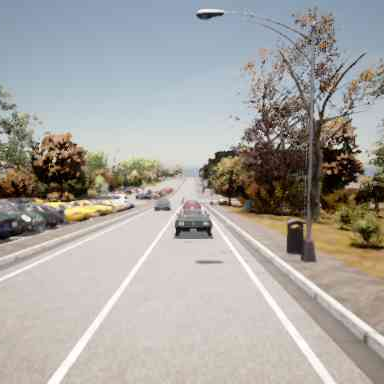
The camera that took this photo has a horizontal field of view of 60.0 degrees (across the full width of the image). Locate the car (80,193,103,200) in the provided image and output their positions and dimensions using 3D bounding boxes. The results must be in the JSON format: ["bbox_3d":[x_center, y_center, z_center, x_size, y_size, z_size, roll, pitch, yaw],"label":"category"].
[{"bbox_3d":[-23.497,1.056,77.881,4.674,1.452,2.002,0,0,0],"label":"car"}]

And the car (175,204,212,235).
[{"bbox_3d":[0.071,1.587,18.557,1.895,1.301,4.718,0,0,0],"label":"car"}]

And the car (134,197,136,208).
[{"bbox_3d":[-10.212,1.592,42.670,5.008,1.535,2.097,0,0,0],"label":"car"}]

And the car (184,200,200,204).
[{"bbox_3d":[0.002,1.562,36.028,1.994,1.385,4.181,0,0,0],"label":"car"}]

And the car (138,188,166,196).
[{"bbox_3d":[-10.422,0.735,86.401,5.566,2.045,2.435,0,1,0],"label":"car"}]

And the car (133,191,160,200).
[{"bbox_3d":[-10.391,1.050,75.260,4.792,1.488,2.163,0,0,0],"label":"car"}]

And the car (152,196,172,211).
[{"bbox_3d":[-3.460,1.531,40.008,1.812,1.442,4.674,0,0,0],"label":"car"}]

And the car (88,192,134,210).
[{"bbox_3d":[-10.239,1.323,39.895,5.566,2.045,2.435,0,0,0],"label":"car"}]

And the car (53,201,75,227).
[{"bbox_3d":[-10.234,1.468,20.472,4.892,1.521,2.231,0,0,0],"label":"car"}]

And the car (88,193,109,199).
[{"bbox_3d":[-23.509,1.033,83.578,4.792,1.488,2.163,0,0,0],"label":"car"}]

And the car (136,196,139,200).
[{"bbox_3d":[-10.173,1.640,45.446,4.792,1.488,2.163,0,0,0],"label":"car"}]

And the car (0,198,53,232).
[{"bbox_3d":[-10.276,1.341,17.692,4.553,1.767,2.185,0,0,0],"label":"car"}]

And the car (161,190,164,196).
[{"bbox_3d":[-10.395,1.006,83.609,5.008,1.535,2.097,0,1,0],"label":"car"}]

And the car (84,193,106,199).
[{"bbox_3d":[-23.490,1.053,80.666,4.674,1.452,2.002,0,0,0],"label":"car"}]

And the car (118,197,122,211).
[{"bbox_3d":[-10.225,1.539,34.341,4.892,1.521,2.231,0,0,0],"label":"car"}]

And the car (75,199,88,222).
[{"bbox_3d":[-10.422,1.470,23.240,5.366,1.575,1.946,0,0,0],"label":"car"}]

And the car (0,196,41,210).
[{"bbox_3d":[-23.314,1.482,45.343,4.553,1.767,2.185,0,0,0],"label":"car"}]

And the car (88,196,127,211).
[{"bbox_3d":[-10.400,1.553,37.118,5.366,1.575,1.946,0,0,0],"label":"car"}]

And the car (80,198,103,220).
[{"bbox_3d":[-10.047,1.482,25.892,5.366,1.575,1.946,0,0,0],"label":"car"}]

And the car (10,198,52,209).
[{"bbox_3d":[-23.273,1.626,48.113,5.008,1.535,2.097,0,0,0],"label":"car"}]

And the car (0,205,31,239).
[{"bbox_3d":[-10.278,1.500,14.919,4.792,1.488,2.163,0,0,0],"label":"car"}]

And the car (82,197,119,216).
[{"bbox_3d":[-10.038,1.517,31.565,5.366,1.575,1.946,0,0,0],"label":"car"}]
